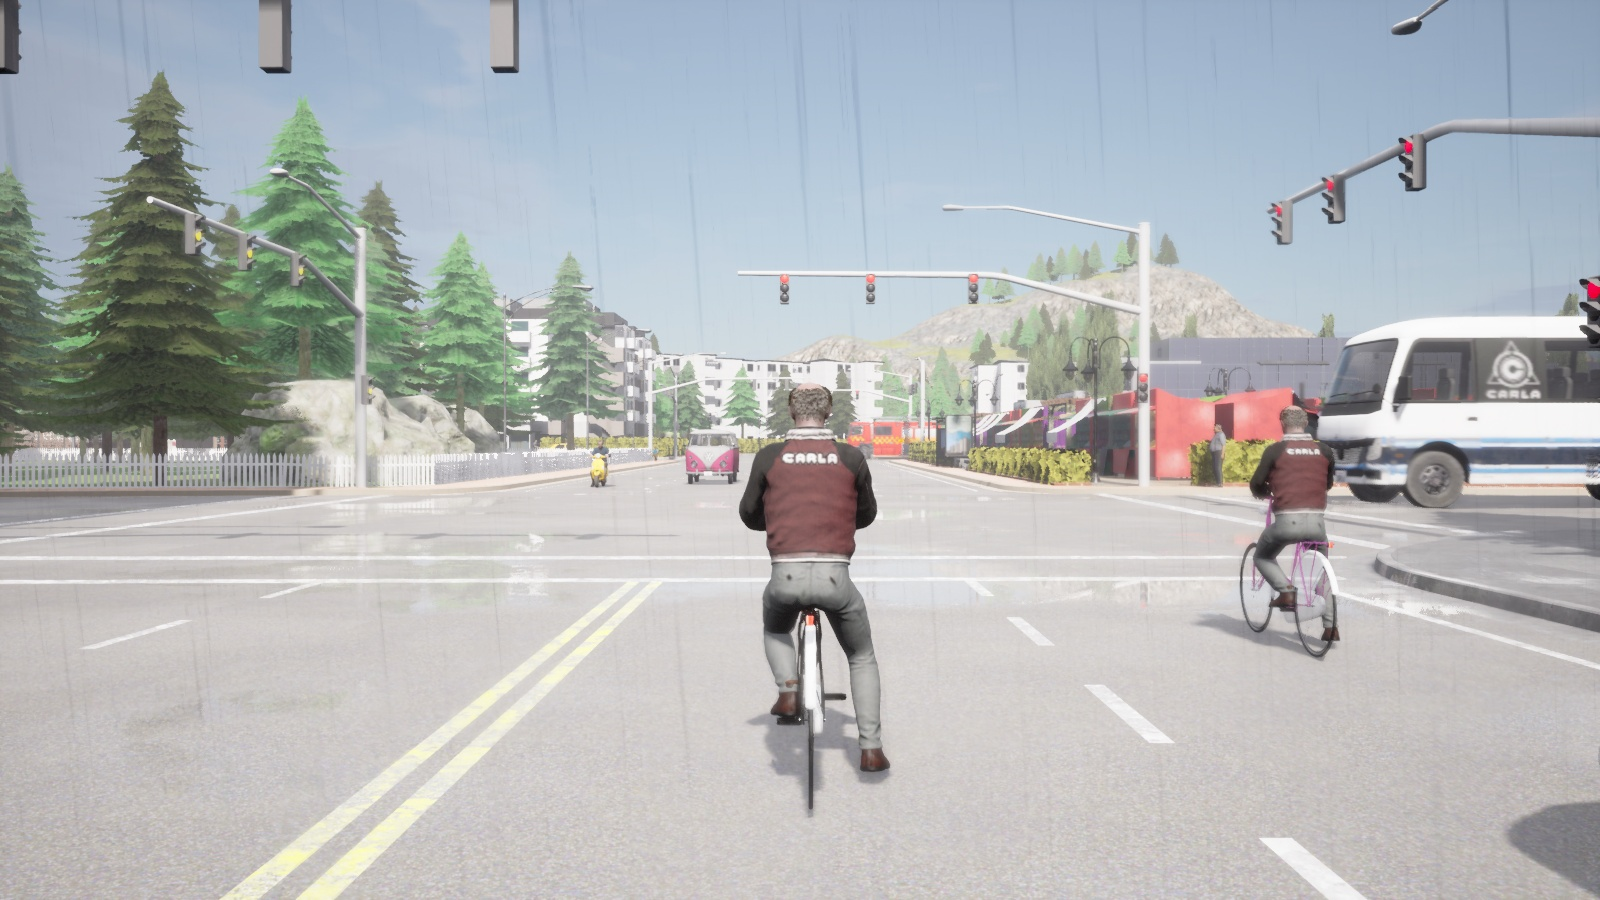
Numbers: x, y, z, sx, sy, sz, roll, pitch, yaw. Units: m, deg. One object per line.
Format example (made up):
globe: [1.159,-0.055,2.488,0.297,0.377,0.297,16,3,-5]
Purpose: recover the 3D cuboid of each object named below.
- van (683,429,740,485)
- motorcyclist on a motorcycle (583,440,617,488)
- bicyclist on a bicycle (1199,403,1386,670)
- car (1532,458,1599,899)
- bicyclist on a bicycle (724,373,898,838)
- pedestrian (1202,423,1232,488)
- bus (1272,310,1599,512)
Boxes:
van: [-3.237,0.233,46.760,1.775,1.987,4.442,0,0,0]
motorcyclist on a motorcycle: [-6.760,0.454,42.533,0.866,1.590,1.817,0,0,0]
bicyclist on a bicycle: [3.564,0.568,9.269,0.659,1.776,1.843,0,1,0]
car: [3.526,0.763,2.164,1.812,1.442,4.674,0,0,0]
bicyclist on a bicycle: [0.046,0.585,5.708,0.659,1.776,1.843,0,1,0]
pedestrian: [11.835,0.153,35.629,0.694,1.848,0.540,0,0,2]
bus: [16.568,-0.832,28.424,10.273,4.253,3.944,0,0,0]
